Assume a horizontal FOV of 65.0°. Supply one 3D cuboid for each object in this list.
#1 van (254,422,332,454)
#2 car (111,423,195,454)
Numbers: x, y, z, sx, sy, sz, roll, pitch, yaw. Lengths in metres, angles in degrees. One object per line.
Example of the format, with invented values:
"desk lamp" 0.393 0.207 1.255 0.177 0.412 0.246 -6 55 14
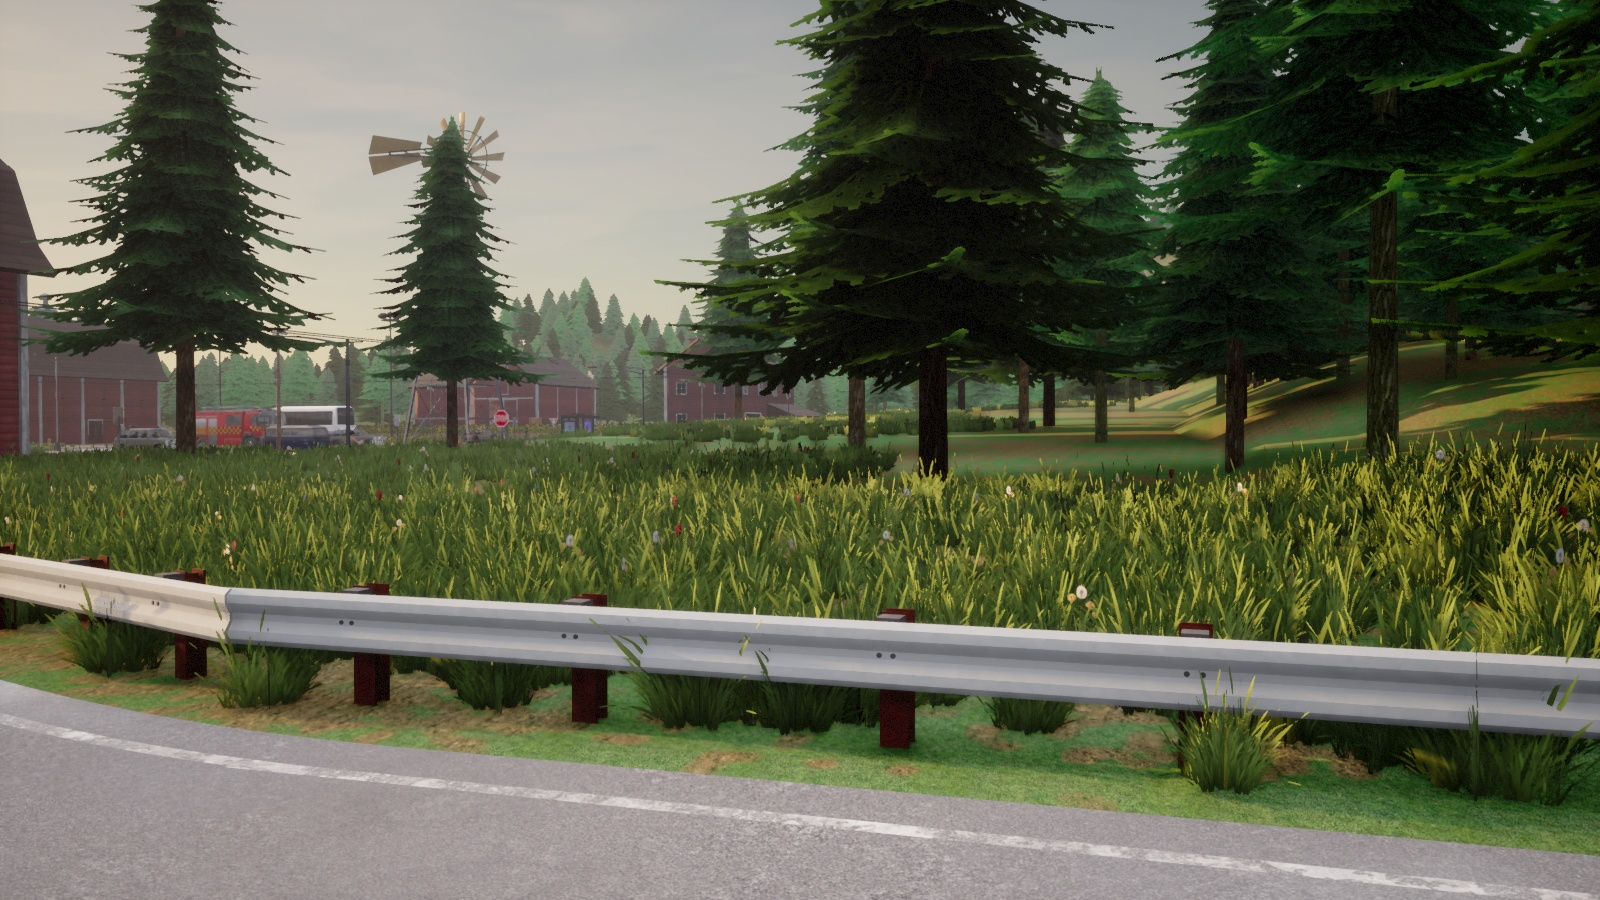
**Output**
"van" -32.003 -0.785 79.348 4.442 1.987 1.775 1 1 17
"car" -40.350 -0.736 78.324 4.605 1.855 1.932 1 1 18
